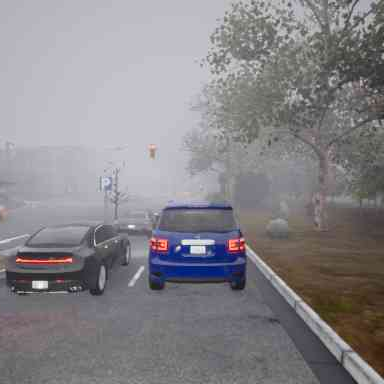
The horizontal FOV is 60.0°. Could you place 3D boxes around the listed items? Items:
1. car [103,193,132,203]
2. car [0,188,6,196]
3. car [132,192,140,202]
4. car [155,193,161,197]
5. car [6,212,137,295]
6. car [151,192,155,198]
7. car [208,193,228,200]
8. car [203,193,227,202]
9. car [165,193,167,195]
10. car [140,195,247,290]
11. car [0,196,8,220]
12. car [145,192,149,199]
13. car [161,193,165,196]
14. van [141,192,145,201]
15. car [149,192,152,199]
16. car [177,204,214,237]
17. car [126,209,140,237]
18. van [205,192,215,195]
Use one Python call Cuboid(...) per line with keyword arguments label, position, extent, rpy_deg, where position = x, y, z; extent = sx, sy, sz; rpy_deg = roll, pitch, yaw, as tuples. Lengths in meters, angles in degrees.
Cuboid(label="car", position=(-14.340, 1.359, 62.979), extent=(4.792, 1.488, 2.163), rpy_deg=(-1, 0, -15))
Cuboid(label="car", position=(-31.075, 0.138, 53.876), extent=(2.002, 1.452, 4.674), rpy_deg=(6, -3, -19))
Cuboid(label="car", position=(-13.690, 1.316, 65.971), extent=(5.366, 1.575, 1.946), rpy_deg=(-1, 0, -15))
Cuboid(label="car", position=(-11.308, 1.358, 86.909), extent=(4.674, 1.452, 2.002), rpy_deg=(-1, 0, -12))
Cuboid(label="car", position=(-2.876, 1.515, 8.741), extent=(1.837, 1.490, 4.892), rpy_deg=(0, 0, 0))
Cuboid(label="car", position=(-12.133, 1.360, 80.928), extent=(4.674, 1.452, 2.002), rpy_deg=(-1, 0, -13))
Cuboid(label="car", position=(6.596, 1.130, 83.209), extent=(4.553, 1.767, 2.185), rpy_deg=(1, 0, -12))
Cuboid(label="car", position=(4.781, 1.142, 68.512), extent=(4.553, 1.767, 2.185), rpy_deg=(1, 0, -14))
Cuboid(label="car", position=(-10.426, 1.317, 92.892), extent=(5.008, 1.535, 2.097), rpy_deg=(-1, 0, -11))
Cuboid(label="car", position=(0.127, 1.233, 9.226), extent=(2.150, 2.045, 5.566), rpy_deg=(0, 0, 0))
Cuboid(label="car", position=(-16.585, 1.404, 25.177), extent=(4.553, 1.767, 2.185), rpy_deg=(-1, 0, -19))
Cuboid(label="car", position=(-12.888, 1.322, 74.932), extent=(4.892, 1.521, 2.231), rpy_deg=(-1, 0, -13))
Cuboid(label="car", position=(-10.853, 1.065, 89.914), extent=(5.566, 2.045, 2.435), rpy_deg=(-1, 0, -12))
Cuboid(label="van", position=(-13.121, 1.094, 71.962), extent=(4.442, 1.987, 1.878), rpy_deg=(-1, 0, -14))
Cuboid(label="car", position=(-12.510, 1.360, 77.927), extent=(4.674, 1.452, 2.002), rpy_deg=(-1, 0, -13))
Cuboid(label="car", position=(0.204, 1.531, 19.084), extent=(1.837, 1.490, 4.892), rpy_deg=(0, 0, 0))
Cuboid(label="car", position=(-2.814, 1.589, 17.627), extent=(1.994, 1.385, 4.181), rpy_deg=(0, 0, 1))
Cuboid(label="van", position=(4.392, 1.043, 65.543), extent=(4.442, 1.987, 1.878), rpy_deg=(1, 0, -14))
